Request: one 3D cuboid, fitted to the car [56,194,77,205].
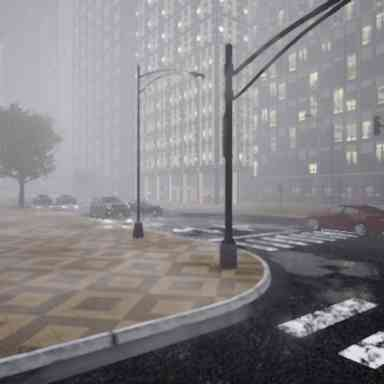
[{"bbox_3d":[-17.988,1.036,47.686,1.882,1.535,5.008,0,0,-36],"label":"car"}]

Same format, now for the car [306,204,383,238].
[{"bbox_3d":[8.194,1.372,17.319,1.882,1.535,5.008,1,0,-25],"label":"car"}]

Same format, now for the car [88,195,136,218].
[{"bbox_3d":[-6.758,1.106,27.123,2.097,1.767,4.553,0,0,-37],"label":"car"}]

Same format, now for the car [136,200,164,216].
[{"bbox_3d":[-4.431,1.354,29.433,1.895,1.301,4.718,0,0,-37],"label":"car"}]

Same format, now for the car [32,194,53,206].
[{"bbox_3d":[-20.576,1.062,45.721,1.837,1.490,4.892,0,0,-36],"label":"car"}]
